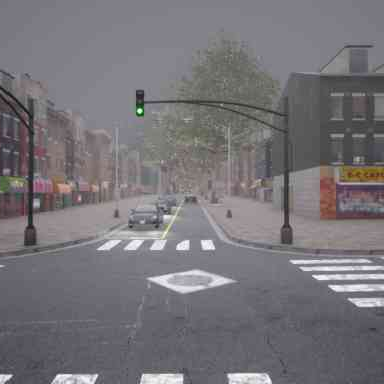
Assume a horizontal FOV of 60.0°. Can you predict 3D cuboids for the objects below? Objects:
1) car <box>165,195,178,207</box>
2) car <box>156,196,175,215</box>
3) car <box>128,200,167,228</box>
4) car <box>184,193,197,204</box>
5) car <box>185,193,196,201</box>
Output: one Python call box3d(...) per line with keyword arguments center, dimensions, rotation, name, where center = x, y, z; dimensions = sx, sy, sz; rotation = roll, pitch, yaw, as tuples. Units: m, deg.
box3d(center=(-3.006, 1.136, 44.393), dimensions=(1.837, 1.490, 4.892), rotation=(0, 1, 0), name="car")
box3d(center=(-2.969, 1.398, 31.897), dimensions=(1.994, 1.385, 4.181), rotation=(0, 1, 0), name="car")
box3d(center=(-2.932, 1.482, 21.878), dimensions=(1.812, 1.442, 4.674), rotation=(0, 1, 0), name="car")
box3d(center=(-0.197, 0.990, 51.830), dimensions=(1.882, 1.535, 5.008), rotation=(0, 1, 0), name="car")
box3d(center=(-0.236, 0.916, 62.253), dimensions=(1.994, 1.385, 4.181), rotation=(0, 1, 0), name="car")
